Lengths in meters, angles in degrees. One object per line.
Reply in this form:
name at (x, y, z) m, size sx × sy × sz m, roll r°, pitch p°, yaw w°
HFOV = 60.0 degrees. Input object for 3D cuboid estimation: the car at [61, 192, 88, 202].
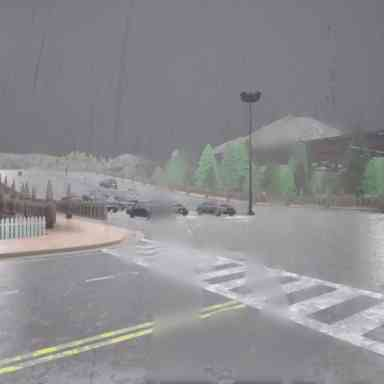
car at (-16.050, 0.904, 44.505) m, size 1.837 × 1.490 × 4.892 m, roll 0°, pitch 4°, yaw -37°

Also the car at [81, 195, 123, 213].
car at (-9.858, 1.451, 36.298) m, size 2.033 × 1.411 × 5.357 m, roll 0°, pitch 2°, yaw -37°

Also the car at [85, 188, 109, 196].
car at (-14.190, 0.635, 47.859) m, size 2.097 × 1.767 × 4.553 m, roll 0°, pitch 4°, yaw -37°

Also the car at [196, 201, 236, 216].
car at (2.266, 1.558, 31.909) m, size 1.994 × 1.385 × 4.181 m, roll 0°, pitch 0°, yaw -37°

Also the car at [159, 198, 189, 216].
car at (-2.152, 1.555, 31.937) m, size 1.994 × 1.385 × 4.181 m, roll 0°, pitch 0°, yaw -37°

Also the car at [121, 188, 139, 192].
car at (-11.465, -0.064, 62.020) m, size 1.895 × 1.301 × 4.718 m, roll 0°, pitch 7°, yaw -37°

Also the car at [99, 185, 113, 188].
car at (-15.404, 0.170, 55.382) m, size 1.837 × 1.490 × 4.892 m, roll 0°, pitch 6°, yaw -37°

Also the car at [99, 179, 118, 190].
car at (-17.587, -1.706, 70.043) m, size 2.150 × 2.045 × 5.566 m, roll 0°, pitch 7°, yaw -37°

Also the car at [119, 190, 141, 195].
car at (-9.273, 1.007, 47.148) m, size 1.882 × 1.535 × 5.008 m, roll 0°, pitch 4°, yaw -37°

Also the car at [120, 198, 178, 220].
car at (-3.781, 1.543, 28.292) m, size 2.033 × 1.411 × 5.357 m, roll 0°, pitch 0°, yaw -37°

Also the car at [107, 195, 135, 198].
car at (-8.159, 1.412, 39.854) m, size 1.994 × 1.385 × 4.181 m, roll 0°, pitch 2°, yaw -37°
